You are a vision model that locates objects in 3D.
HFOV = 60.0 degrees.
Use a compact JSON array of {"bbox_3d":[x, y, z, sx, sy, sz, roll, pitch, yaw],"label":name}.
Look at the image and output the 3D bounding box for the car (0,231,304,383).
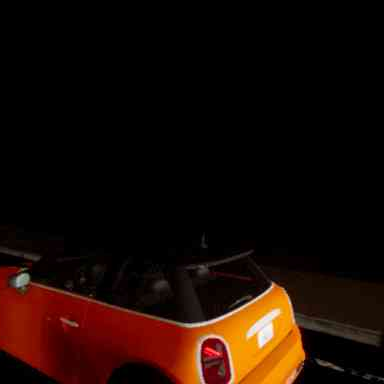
[{"bbox_3d":[-1.045,1.309,4.320,4.553,1.767,2.097,1,1,36],"label":"car"}]
